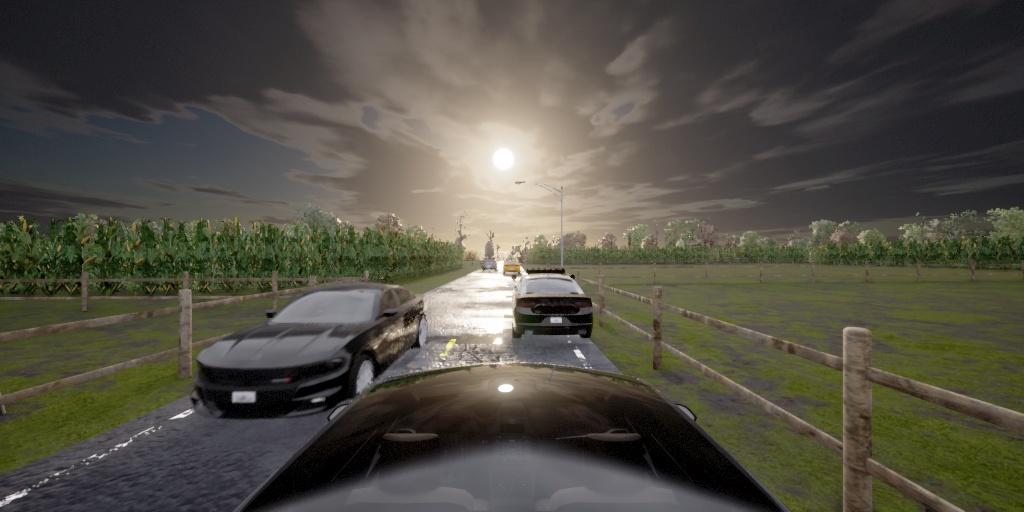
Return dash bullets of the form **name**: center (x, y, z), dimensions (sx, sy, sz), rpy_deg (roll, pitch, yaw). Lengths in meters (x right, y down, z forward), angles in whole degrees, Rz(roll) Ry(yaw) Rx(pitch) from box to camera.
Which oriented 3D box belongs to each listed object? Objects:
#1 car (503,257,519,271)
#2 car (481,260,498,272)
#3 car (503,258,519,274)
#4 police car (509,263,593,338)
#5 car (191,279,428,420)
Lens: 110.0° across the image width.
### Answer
- **car**: center (-0.105, 1.072, 50.583), dimensions (2.097, 1.767, 4.553), rpy_deg (0, 0, 0)
- **car**: center (-2.869, 1.217, 46.423), dimensions (2.128, 1.511, 4.902), rpy_deg (0, 0, 0)
- **car**: center (-0.020, 1.211, 40.487), dimensions (1.882, 1.535, 5.008), rpy_deg (0, 0, 0)
- **police car**: center (0.943, 1.175, 10.292), dimensions (1.930, 1.638, 5.238), rpy_deg (0, 0, 0)
- **car**: center (-2.859, 1.227, 6.312), dimensions (1.882, 1.535, 5.008), rpy_deg (0, 0, 0)
